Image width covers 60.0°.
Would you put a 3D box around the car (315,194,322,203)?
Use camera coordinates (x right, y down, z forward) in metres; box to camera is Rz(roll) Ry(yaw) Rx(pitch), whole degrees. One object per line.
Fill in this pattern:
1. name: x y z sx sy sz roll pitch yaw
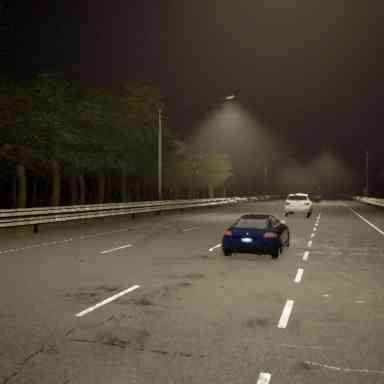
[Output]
1. car: 26.023 1.602 70.375 1.812 1.442 4.674 0 0 22

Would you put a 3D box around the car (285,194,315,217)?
1. car: 10.147 1.223 31.423 2.150 2.045 5.566 0 0 22

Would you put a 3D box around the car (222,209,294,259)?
1. car: 2.577 1.562 12.834 1.994 1.385 4.181 0 0 22
